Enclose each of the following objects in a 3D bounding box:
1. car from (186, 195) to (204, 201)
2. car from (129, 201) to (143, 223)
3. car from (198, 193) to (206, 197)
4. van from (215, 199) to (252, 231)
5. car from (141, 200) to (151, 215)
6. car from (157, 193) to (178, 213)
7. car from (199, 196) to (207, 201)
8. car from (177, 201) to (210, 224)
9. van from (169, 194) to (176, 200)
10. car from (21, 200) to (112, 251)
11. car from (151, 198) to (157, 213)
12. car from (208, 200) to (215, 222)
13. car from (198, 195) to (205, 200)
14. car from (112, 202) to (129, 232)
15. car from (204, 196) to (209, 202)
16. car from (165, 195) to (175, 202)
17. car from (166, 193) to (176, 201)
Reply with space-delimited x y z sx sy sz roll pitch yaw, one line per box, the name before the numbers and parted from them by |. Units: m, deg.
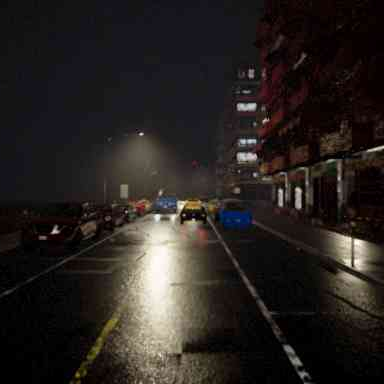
car | 0.100 1.473 37.588 1.882 1.535 5.008 0 0 0
car | -5.308 1.547 25.418 2.008 1.369 4.403 1 0 0
car | 2.570 1.544 69.432 2.008 1.369 4.403 1 0 0
van | 2.575 1.338 20.283 1.690 1.788 3.998 1 0 0
car | -5.308 1.541 30.954 1.887 1.381 4.507 1 0 0
car | -2.752 1.206 37.236 2.150 2.045 5.566 0 0 0
car | 2.569 1.574 80.754 1.802 1.307 4.206 1 0 0
car | 0.100 1.597 24.438 1.895 1.301 4.718 0 0 0
van | -5.309 1.333 91.585 1.690 1.788 3.998 1 0 0
car | -5.304 1.313 14.345 2.192 1.841 5.009 1 0 0
car | -5.308 1.521 36.320 1.752 1.417 4.829 1 0 0
car | 2.574 1.437 25.828 1.967 1.590 4.097 1 0 0
car | 2.568 1.558 92.076 1.947 1.339 4.313 1 0 0
car | -5.306 1.437 19.882 1.967 1.590 4.097 1 0 0
car | 2.572 1.521 37.088 1.752 1.417 4.829 1 0 0
car | -5.310 1.432 80.277 1.967 1.590 4.097 1 0 0
car | -5.308 1.307 85.931 2.192 1.841 5.009 1 0 0
